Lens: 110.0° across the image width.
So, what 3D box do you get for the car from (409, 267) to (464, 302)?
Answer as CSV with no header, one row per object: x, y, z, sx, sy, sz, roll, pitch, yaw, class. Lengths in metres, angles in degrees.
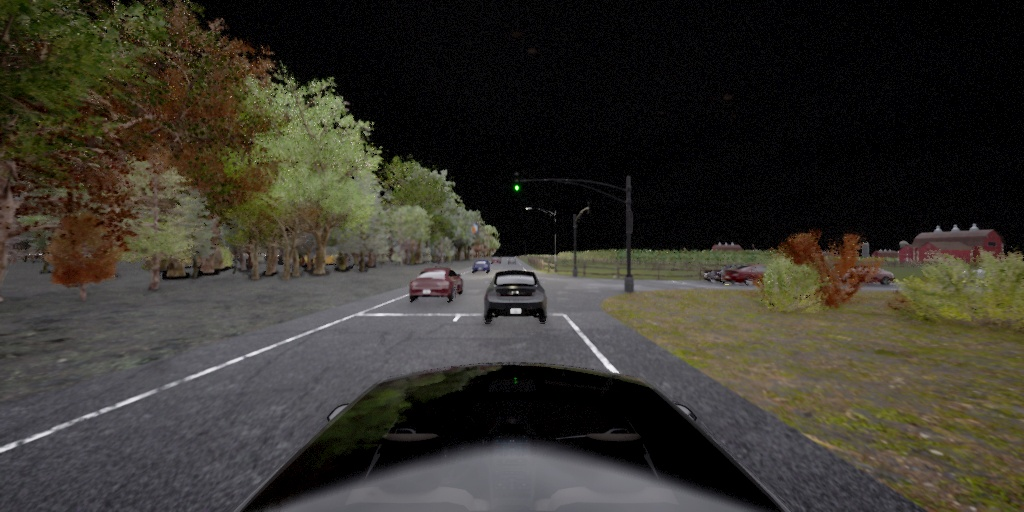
-3.399,1.241,16.603,1.812,1.442,4.674,0,0,0,car

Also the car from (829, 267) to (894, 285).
27.801,1.567,28.781,4.674,1.442,1.812,1,-1,0,car

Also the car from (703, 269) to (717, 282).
18.003,1.426,28.846,4.902,1.511,2.128,1,-1,1,car

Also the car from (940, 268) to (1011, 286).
37.307,1.671,28.728,4.674,1.442,1.812,1,-1,0,car

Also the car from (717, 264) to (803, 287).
17.630,1.355,25.223,5.008,1.535,1.882,0,-2,1,car

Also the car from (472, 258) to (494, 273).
-3.397,1.182,40.671,1.812,1.442,4.674,0,0,0,car

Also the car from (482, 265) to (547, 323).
0.101,1.231,12.063,1.837,1.490,4.892,0,0,0,car
